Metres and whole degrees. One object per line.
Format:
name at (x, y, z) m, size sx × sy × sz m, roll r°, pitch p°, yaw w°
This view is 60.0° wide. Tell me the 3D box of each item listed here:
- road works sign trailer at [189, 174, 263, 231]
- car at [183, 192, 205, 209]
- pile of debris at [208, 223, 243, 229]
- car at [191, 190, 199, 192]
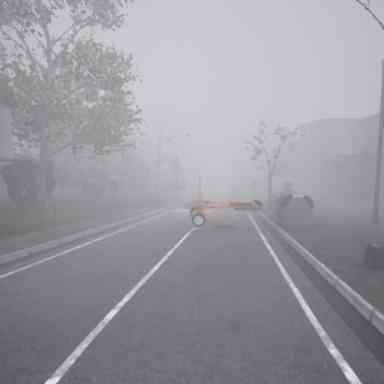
road works sign trailer at (1.710, 0.489, 17.500) m, size 3.560 × 2.880 × 2.380 m, roll 1°, pitch 6°, yaw -3°
car at (0.325, 1.009, 35.734) m, size 1.812 × 1.442 × 4.674 m, roll 1°, pitch 1°, yaw 7°
pile of debris at (1.877, 1.925, 18.806) m, size 1.860 × 0.140 × 1.500 m, roll 1°, pitch 1°, yaw 5°
car at (0.815, 0.224, 76.482) m, size 2.097 × 1.767 × 4.553 m, roll -1°, pitch 1°, yaw -7°
